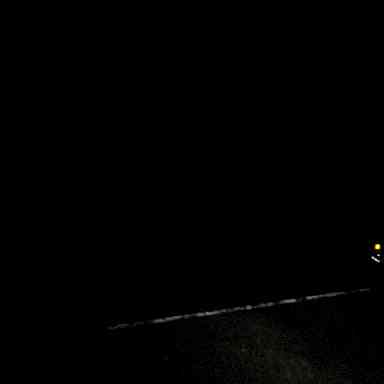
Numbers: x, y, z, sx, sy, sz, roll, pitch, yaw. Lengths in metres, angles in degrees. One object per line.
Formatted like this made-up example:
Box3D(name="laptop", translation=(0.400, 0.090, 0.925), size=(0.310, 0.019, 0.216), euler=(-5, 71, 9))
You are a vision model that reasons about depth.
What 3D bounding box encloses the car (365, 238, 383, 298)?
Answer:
Box3D(name="car", translation=(5.998, 1.161, 6.377), size=(5.566, 2.045, 2.150), euler=(0, 1, -23))
